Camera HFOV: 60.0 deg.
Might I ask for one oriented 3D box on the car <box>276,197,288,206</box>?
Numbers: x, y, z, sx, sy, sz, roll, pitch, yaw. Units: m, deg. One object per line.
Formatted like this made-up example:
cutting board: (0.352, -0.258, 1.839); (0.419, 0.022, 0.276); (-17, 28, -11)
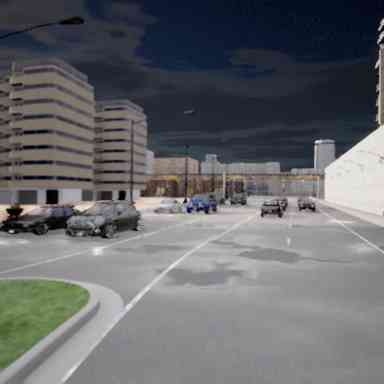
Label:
car: (16.492, 1.668, 60.863); (2.033, 1.411, 5.357); (1, 0, 17)

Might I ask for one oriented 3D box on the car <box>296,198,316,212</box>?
car: (14.196, 1.712, 41.155); (1.895, 1.301, 4.718); (1, 0, 17)

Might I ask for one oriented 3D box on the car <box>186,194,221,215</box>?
car: (1.103, 1.211, 34.707); (2.150, 2.045, 5.566); (1, 0, 17)

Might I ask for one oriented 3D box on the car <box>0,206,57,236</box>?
car: (-7.650, 1.463, 18.086); (2.033, 1.411, 5.357); (1, 0, 18)

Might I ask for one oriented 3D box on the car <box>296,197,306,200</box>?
car: (17.126, 1.638, 50.908); (1.837, 1.490, 4.892); (1, 0, 17)

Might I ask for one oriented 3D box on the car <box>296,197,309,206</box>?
car: (19.840, 1.645, 59.843); (2.128, 1.511, 4.902); (1, 0, 17)

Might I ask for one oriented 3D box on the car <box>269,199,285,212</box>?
car: (10.737, 1.603, 41.805); (1.812, 1.442, 4.674); (1, 0, 17)

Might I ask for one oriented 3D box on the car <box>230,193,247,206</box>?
car: (8.036, 1.249, 57.125); (2.150, 2.045, 5.566); (1, 0, 17)

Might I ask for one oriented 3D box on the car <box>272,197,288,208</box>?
car: (13.624, 1.591, 51.450); (2.128, 1.511, 4.902); (1, 0, 17)

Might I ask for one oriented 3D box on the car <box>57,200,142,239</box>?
car: (-4.340, 1.300, 17.011); (2.097, 1.767, 4.553); (1, 0, 18)

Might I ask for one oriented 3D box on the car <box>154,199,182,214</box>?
car: (-2.437, 1.481, 35.104); (1.812, 1.442, 4.674); (1, 0, 17)

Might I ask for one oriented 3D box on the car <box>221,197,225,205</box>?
car: (4.522, 1.501, 57.627); (2.128, 1.511, 4.902); (1, 0, 17)

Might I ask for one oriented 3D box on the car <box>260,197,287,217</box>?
car: (7.626, 1.544, 31.606); (2.128, 1.511, 4.902); (1, 0, 17)
